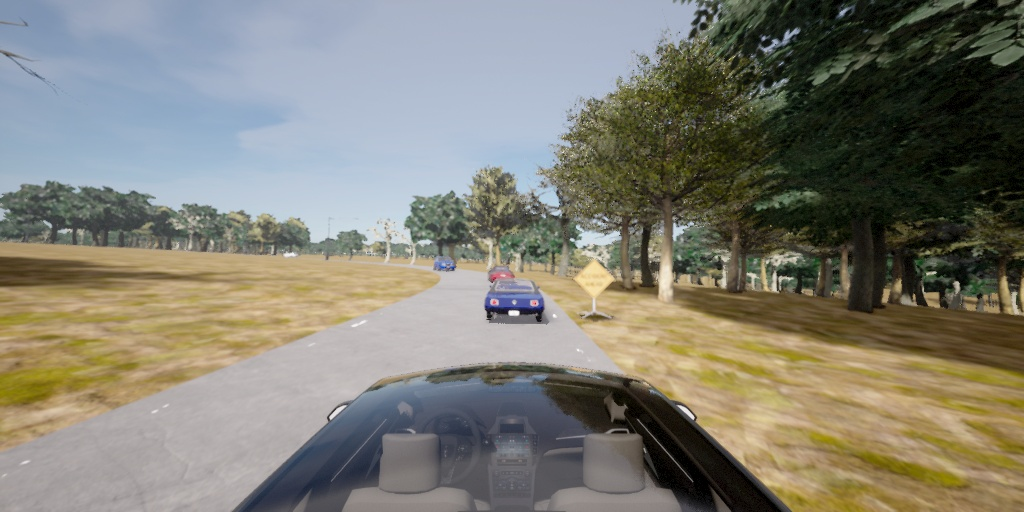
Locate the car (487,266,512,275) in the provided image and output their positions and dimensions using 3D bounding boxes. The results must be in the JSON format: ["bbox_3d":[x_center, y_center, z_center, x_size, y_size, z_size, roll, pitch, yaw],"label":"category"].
[{"bbox_3d":[-1.005,1.508,30.041,1.994,1.385,4.181,1,0,-8],"label":"car"}]

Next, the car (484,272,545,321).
[{"bbox_3d":[0.077,1.460,13.093,1.895,1.301,4.718,1,0,0],"label":"car"}]

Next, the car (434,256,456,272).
[{"bbox_3d":[-9.278,1.076,49.139,2.150,2.045,5.566,2,0,-22],"label":"car"}]

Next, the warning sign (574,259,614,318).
[{"bbox_3d":[2.664,1.021,11.660,1.300,1.860,1.060,0,0,0],"label":"warning sign"}]
